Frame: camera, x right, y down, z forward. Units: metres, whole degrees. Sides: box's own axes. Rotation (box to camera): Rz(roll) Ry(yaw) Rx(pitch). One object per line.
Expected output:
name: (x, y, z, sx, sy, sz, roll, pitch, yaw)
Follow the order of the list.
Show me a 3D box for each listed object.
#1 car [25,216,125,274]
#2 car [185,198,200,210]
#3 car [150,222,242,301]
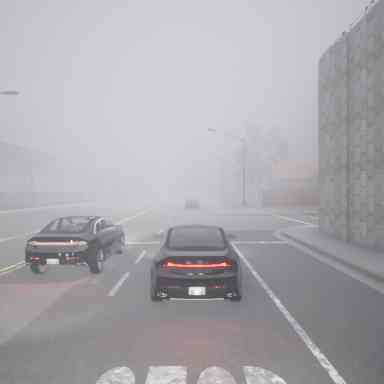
car: (-3.421, 1.492, 10.581, 2.128, 1.511, 4.902, 0, 0, 0)
car: (0.013, 1.492, 43.127, 2.128, 1.511, 4.902, 0, 0, 0)
car: (0.084, 1.505, 8.311, 1.837, 1.490, 4.892, 0, 0, 0)
